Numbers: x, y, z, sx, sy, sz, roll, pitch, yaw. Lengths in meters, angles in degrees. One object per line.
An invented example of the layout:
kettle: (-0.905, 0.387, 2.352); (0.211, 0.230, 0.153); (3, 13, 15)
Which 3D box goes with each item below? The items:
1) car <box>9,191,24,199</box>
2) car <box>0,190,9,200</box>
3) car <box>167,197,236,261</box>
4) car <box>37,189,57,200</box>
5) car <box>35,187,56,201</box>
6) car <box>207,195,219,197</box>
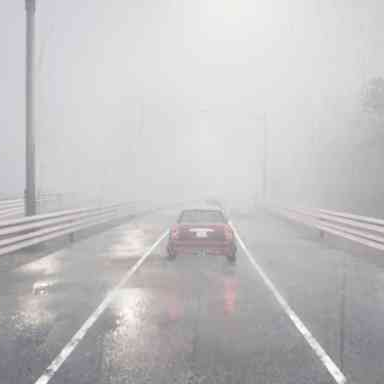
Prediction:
car: (-25.585, 0.493, 50.661); (2.033, 1.411, 5.357); (0, 1, -12)
car: (-29.153, 0.402, 50.536); (1.882, 1.535, 5.008); (0, 1, -12)
car: (0.362, 1.243, 11.973); (2.097, 1.767, 4.553); (0, 1, 2)
car: (-22.154, 0.441, 51.079); (1.837, 1.490, 4.892); (0, -4, -12)
car: (-20.863, 0.252, 45.951); (2.150, 2.045, 5.566); (1, 7, -12)
car: (2.396, 1.147, 37.441); (1.837, 1.490, 4.892); (0, 1, 7)
